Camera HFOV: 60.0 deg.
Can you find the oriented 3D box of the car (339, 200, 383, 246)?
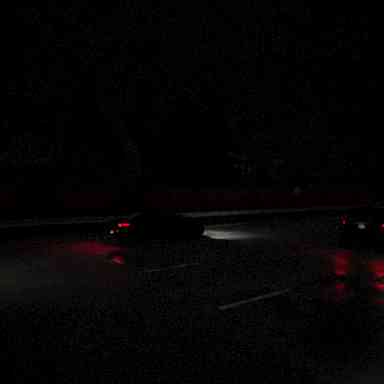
[{"bbox_3d":[8.242,1.353,14.032,4.553,1.767,2.097,0,0,-36],"label":"car"}]

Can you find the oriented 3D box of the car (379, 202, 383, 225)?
[{"bbox_3d":[15.453,1.477,23.584,5.008,1.535,1.882,0,0,-36],"label":"car"}]

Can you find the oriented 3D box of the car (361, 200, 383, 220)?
[{"bbox_3d":[16.917,1.477,28.971,5.008,1.535,1.882,0,0,-36],"label":"car"}]

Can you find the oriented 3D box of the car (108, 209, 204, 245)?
[{"bbox_3d":[-1.576,1.526,15.566,4.674,1.442,1.812,0,0,-36],"label":"car"}]
